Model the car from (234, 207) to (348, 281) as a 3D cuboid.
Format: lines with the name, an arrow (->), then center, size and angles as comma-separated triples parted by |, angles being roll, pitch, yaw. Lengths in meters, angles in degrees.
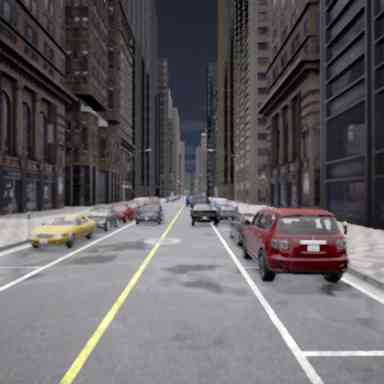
car -> 2.751, 1.374, 9.924 | 2.192, 1.841, 5.009 | 0, 0, 0

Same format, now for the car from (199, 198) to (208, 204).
car -> 2.665, 2.057, 77.346 | 1.947, 1.339, 4.313 | 0, 0, 0

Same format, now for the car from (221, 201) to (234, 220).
car -> 2.729, 1.714, 26.778 | 2.008, 1.369, 4.403 | 0, 0, 0

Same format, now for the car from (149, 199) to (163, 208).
car -> -5.831, 1.865, 54.678 | 1.752, 1.417, 4.829 | 0, 0, 0

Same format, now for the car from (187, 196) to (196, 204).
car -> -0.094, 1.746, 74.785 | 2.097, 1.767, 4.553 | 0, 0, 0

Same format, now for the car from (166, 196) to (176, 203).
car -> -5.874, 2.150, 88.557 | 1.802, 1.307, 4.206 | 0, 0, 0

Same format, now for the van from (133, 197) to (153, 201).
van -> -5.810, 1.574, 37.994 | 1.690, 1.788, 3.998 | 0, 0, 0

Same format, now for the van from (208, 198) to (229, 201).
van -> 2.722, 1.539, 32.398 | 1.690, 1.788, 3.998 | 0, 0, 0

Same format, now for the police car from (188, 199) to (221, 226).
police car -> 0.868, 1.579, 25.254 | 1.930, 1.638, 5.238 | 0, 0, 0

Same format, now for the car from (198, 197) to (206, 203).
car -> 2.651, 2.009, 88.584 | 1.967, 1.590, 4.097 | 0, 0, 0

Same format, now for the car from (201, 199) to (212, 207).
car -> 2.686, 1.959, 60.490 | 1.802, 1.307, 4.206 | 0, 0, 0

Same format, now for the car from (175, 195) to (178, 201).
car -> -5.881, 2.173, 94.176 | 1.947, 1.339, 4.313 | 0, 0, 0

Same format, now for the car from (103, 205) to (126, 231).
car -> -5.789, 1.678, 21.144 | 2.008, 1.369, 4.403 | 0, 0, 0

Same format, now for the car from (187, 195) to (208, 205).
car -> 0.856, 1.440, 35.175 | 2.150, 2.045, 5.566 | 0, 0, 0

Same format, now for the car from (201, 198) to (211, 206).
car -> 2.679, 1.940, 66.279 | 1.752, 1.417, 4.829 | 0, 0, 0

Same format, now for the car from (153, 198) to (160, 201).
car -> -5.817, 1.820, 43.611 | 2.008, 1.369, 4.403 | 0, 0, 0

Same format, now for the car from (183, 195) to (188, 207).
car -> -0.074, 1.591, 59.293 | 2.150, 2.045, 5.566 | 0, 0, 0

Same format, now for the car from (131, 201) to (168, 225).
car -> -3.131, 1.659, 25.495 | 1.837, 1.490, 4.892 | 0, 0, 0

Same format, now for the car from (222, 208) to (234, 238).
car -> 2.743, 1.644, 15.541 | 2.008, 1.369, 4.403 | 0, 0, 0

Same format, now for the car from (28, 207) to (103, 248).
car -> -5.781, 1.617, 15.350 | 1.752, 1.417, 4.829 | 0, 0, 0

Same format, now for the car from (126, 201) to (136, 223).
car -> -5.796, 1.707, 26.757 | 1.887, 1.381, 4.507 | 0, 0, 0

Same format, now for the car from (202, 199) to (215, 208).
car -> 2.694, 1.923, 54.872 | 1.802, 1.307, 4.206 | 0, 0, 0

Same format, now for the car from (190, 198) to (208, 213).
car -> 0.848, 1.605, 41.114 | 2.097, 1.767, 4.553 | 0, 0, 0

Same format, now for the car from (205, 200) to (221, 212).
car -> 2.708, 1.796, 43.804 | 1.752, 1.417, 4.829 | 0, 0, 0
